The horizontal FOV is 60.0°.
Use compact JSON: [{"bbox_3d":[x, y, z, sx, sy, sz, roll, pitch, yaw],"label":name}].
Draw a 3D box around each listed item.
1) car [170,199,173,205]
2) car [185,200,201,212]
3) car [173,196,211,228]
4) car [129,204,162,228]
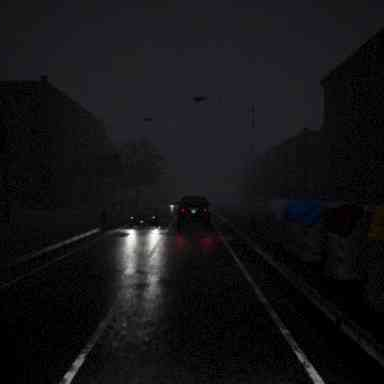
[{"bbox_3d":[-3.013,1.775,63.654,1.812,1.442,4.674,0,0,0],"label":"car"},{"bbox_3d":[0.104,1.757,41.957,1.895,1.301,4.718,0,0,0],"label":"car"},{"bbox_3d":[0.106,1.272,22.817,2.150,2.045,5.566,0,0,0],"label":"car"},{"bbox_3d":[-3.097,1.572,22.849,1.812,1.442,4.674,0,0,0],"label":"car"}]
